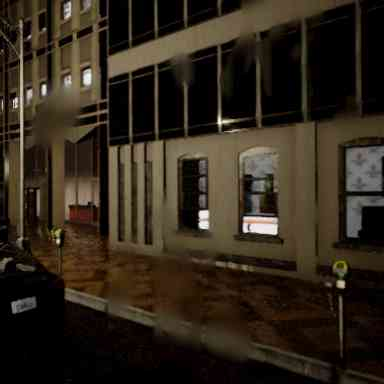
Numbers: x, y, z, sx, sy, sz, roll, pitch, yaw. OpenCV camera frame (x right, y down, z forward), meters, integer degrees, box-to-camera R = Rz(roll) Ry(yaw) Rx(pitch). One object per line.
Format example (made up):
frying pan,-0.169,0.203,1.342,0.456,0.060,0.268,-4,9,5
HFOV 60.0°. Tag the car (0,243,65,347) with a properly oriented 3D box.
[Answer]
car,-3.946,1.554,5.695,4.313,1.339,1.947,0,0,35
